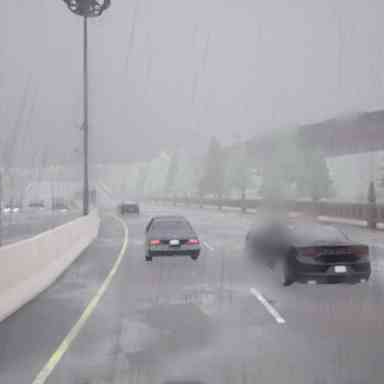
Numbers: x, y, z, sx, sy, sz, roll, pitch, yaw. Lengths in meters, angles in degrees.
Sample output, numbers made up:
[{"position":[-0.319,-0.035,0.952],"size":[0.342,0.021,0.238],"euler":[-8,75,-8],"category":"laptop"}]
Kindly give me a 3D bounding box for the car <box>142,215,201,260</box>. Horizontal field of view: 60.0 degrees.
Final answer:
[{"position":[-0.884,1.602,12.726],"size":[2.033,1.411,5.357],"euler":[0,0,-8],"category":"car"}]

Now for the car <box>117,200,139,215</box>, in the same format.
[{"position":[-7.052,1.656,36.486],"size":[1.882,1.535,5.008],"euler":[0,0,-20],"category":"car"}]

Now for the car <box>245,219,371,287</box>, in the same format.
[{"position":[2.927,1.502,9.542],"size":[1.882,1.535,5.008],"euler":[0,0,-5],"category":"car"}]
